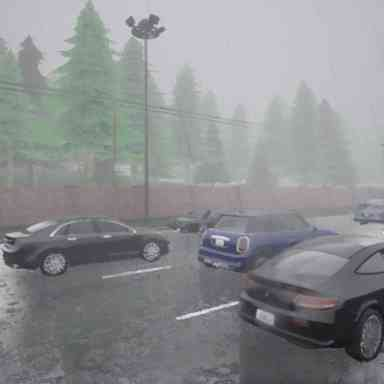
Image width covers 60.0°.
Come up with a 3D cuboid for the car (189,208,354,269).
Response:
[{"bbox_3d":[2.446,1.306,9.786,4.553,1.767,2.097,-1,0,-35],"label":"car"}]

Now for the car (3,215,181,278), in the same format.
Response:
[{"bbox_3d":[-2.978,1.484,10.219,4.892,1.490,1.837,-1,0,-35],"label":"car"}]

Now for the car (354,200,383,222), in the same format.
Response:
[{"bbox_3d":[12.408,1.411,21.185,5.357,1.411,2.033,0,0,-35],"label":"car"}]

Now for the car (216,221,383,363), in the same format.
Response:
[{"bbox_3d":[2.849,1.492,5.791,4.674,1.442,1.812,0,0,-36],"label":"car"}]

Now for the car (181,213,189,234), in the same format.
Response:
[{"bbox_3d":[1.151,1.533,17.460,4.718,1.301,1.895,0,0,-35],"label":"car"}]
